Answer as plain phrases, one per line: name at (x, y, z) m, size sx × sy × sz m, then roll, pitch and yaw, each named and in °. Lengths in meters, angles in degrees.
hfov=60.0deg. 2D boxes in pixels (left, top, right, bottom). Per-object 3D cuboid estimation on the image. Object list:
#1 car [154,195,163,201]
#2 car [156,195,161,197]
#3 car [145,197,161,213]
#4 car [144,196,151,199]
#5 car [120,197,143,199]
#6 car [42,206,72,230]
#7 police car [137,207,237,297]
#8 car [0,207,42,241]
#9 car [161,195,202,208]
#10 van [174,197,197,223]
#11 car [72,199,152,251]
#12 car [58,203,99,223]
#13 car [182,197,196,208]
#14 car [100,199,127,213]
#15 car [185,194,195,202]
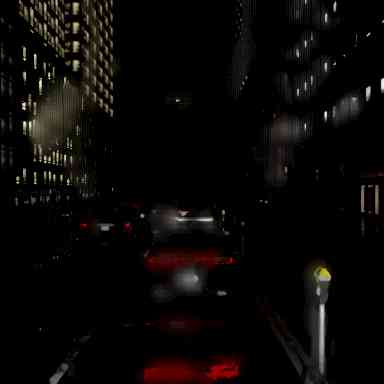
car at (-8.844, 1.545, 88.876) m, size 1.947 × 1.339 × 4.313 m, roll -1°, pitch 0°, yaw 0°
car at (-8.843, 1.509, 77.339) m, size 1.752 × 1.417 × 4.829 m, roll -1°, pitch 0°, yaw 0°
car at (-3.052, 1.499, 30.521) m, size 1.837 × 1.490 × 4.892 m, roll 0°, pitch 0°, yaw 0°
car at (-8.843, 1.570, 60.458) m, size 1.802 × 1.307 × 4.206 m, roll -1°, pitch 0°, yaw 0°
car at (-6.239, 1.346, 31.229) m, size 2.097 × 1.767 × 4.553 m, roll 0°, pitch 0°, yaw 0°
car at (-8.844, 1.547, 20.672) m, size 2.008 × 1.369 × 4.403 m, roll -1°, pitch 0°, yaw 0°
police car at (-0.012, 1.423, 8.762) m, size 1.930 × 1.638 × 5.238 m, roll 0°, pitch 0°, yaw 0°
car at (-8.843, 1.542, 14.989) m, size 1.887 × 1.381 × 4.507 m, roll -1°, pitch 0°, yaw 0°
car at (-0.465, 1.311, 20.672) m, size 2.192 × 1.841 × 5.009 m, roll -1°, pitch 0°, yaw 0°
van at (-0.465, 1.336, 26.356) m, size 1.690 × 1.788 × 3.998 m, roll -1°, pitch 0°, yaw 0°
car at (-3.148, 1.349, 14.176) m, size 2.097 × 1.767 × 4.553 m, roll 0°, pitch 0°, yaw 0°
car at (-8.843, 1.577, 26.356) m, size 1.802 × 1.307 × 4.206 m, roll -1°, pitch 0°, yaw 0°
car at (-0.463, 1.541, 49.090) m, size 2.008 × 1.369 × 4.403 m, roll -1°, pitch 0°, yaw 0°
car at (-8.844, 1.544, 37.723) m, size 2.008 × 1.369 × 4.403 m, roll -1°, pitch 0°, yaw 0°
car at (-0.465, 1.298, 77.509) m, size 2.192 × 1.841 × 5.009 m, roll -1°, pitch 0°, yaw 0°
